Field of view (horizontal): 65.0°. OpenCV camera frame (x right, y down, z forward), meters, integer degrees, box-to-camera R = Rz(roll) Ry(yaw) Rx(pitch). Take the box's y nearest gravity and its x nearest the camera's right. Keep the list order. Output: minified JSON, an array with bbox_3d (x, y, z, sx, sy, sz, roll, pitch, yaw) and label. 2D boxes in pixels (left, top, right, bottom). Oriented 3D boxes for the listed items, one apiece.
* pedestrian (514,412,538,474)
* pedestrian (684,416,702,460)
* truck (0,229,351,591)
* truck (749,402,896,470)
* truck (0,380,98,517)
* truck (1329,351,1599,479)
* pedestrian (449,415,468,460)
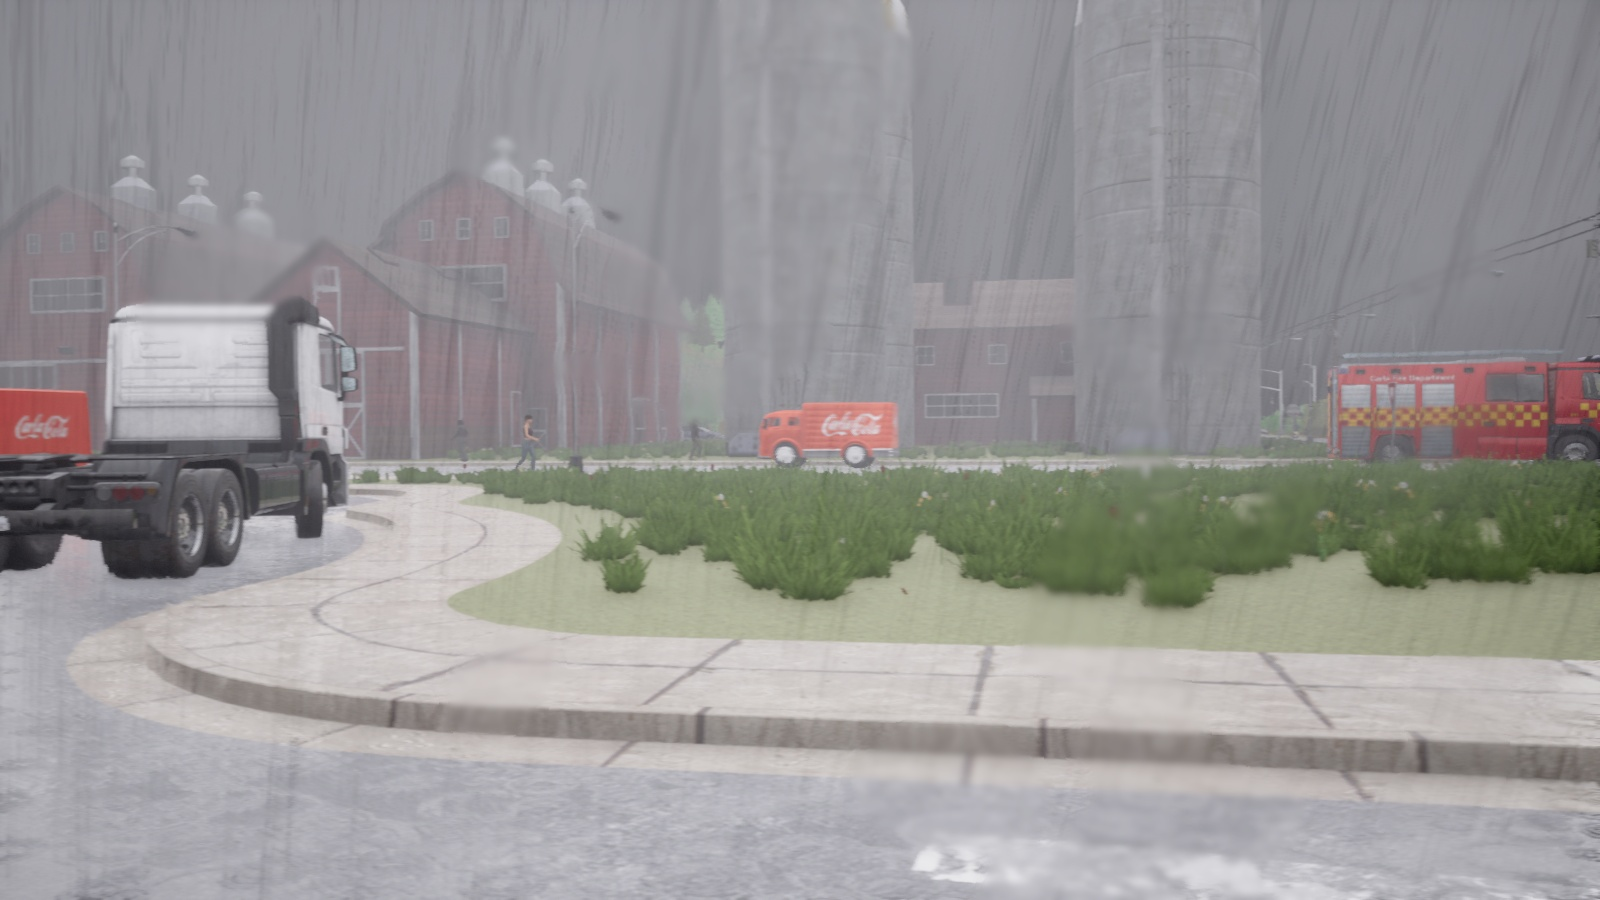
[{"bbox_3d":[-8.070,-0.209,36.981,0.594,1.836,0.345,0,1,9],"label":"pedestrian"},{"bbox_3d":[-4.541,-0.520,53.494,0.703,1.840,0.431,0,1,4],"label":"pedestrian"},{"bbox_3d":[-8.204,-0.450,15.946,2.891,3.462,7.936,0,1,-6],"label":"truck"},{"bbox_3d":[0.892,-0.550,47.498,5.204,2.467,2.627,0,1,10],"label":"truck"},{"bbox_3d":[-16.671,-0.096,24.154,5.204,2.467,2.627,1,1,17],"label":"truck"},{"bbox_3d":[21.526,-1.085,39.780,8.468,3.827,2.891,0,1,16],"label":"truck"},{"bbox_3d":[-14.710,-0.529,54.033,0.666,1.930,0.402,0,1,12],"label":"pedestrian"}]
